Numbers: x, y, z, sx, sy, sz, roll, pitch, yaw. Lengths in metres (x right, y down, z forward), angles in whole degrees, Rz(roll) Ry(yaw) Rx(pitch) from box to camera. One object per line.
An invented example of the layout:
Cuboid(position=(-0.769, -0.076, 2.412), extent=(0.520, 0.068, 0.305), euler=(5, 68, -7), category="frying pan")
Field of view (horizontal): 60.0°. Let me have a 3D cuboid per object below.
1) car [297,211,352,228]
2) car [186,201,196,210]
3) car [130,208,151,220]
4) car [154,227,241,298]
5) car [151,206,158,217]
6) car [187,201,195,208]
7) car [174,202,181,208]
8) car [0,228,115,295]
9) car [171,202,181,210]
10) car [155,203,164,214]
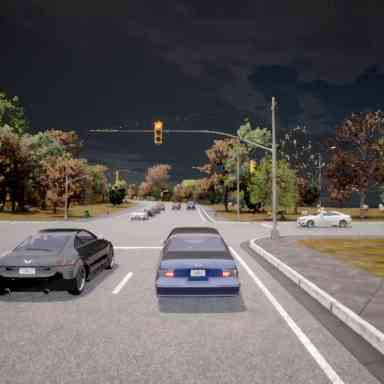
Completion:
Cuboid(position=(11.743, 2.408, 29.591), extent=(4.674, 1.442, 1.812), euler=(0, -3, -1), category="car")
Cuboid(position=(-0.229, 3.290, 77.750), extent=(2.097, 1.767, 4.553), euler=(0, 0, 0), category="car")
Cuboid(position=(-7.241, 3.133, 46.172), extent=(1.812, 1.442, 4.674), euler=(0, -2, 0), category="car")
Cuboid(position=(0.066, 1.645, 8.869), extent=(2.033, 1.411, 5.357), euler=(0, -1, -1), category="car")
Cuboid(position=(-7.251, 3.456, 55.192), extent=(1.895, 1.301, 4.718), euler=(0, -1, 0), category="car")
Cuboid(position=(-0.354, 3.220, 87.929), extent=(1.882, 1.535, 5.008), euler=(0, 0, -4), category="car")
Cuboid(position=(-3.878, 3.405, 88.186), extent=(1.837, 1.490, 4.892), euler=(0, 0, -4), category="car")
Cuboid(position=(-3.447, 1.663, 8.976), extent=(1.994, 1.385, 4.181), euler=(0, -1, 0), category="car")
Cuboid(position=(-3.731, 3.465, 78.210), extent=(1.812, 1.442, 4.674), euler=(0, 0, 0), category="car")
Cuboid(position=(-7.228, 3.519, 64.939), extent=(2.033, 1.411, 5.357), euler=(0, 0, 0), category="car")
